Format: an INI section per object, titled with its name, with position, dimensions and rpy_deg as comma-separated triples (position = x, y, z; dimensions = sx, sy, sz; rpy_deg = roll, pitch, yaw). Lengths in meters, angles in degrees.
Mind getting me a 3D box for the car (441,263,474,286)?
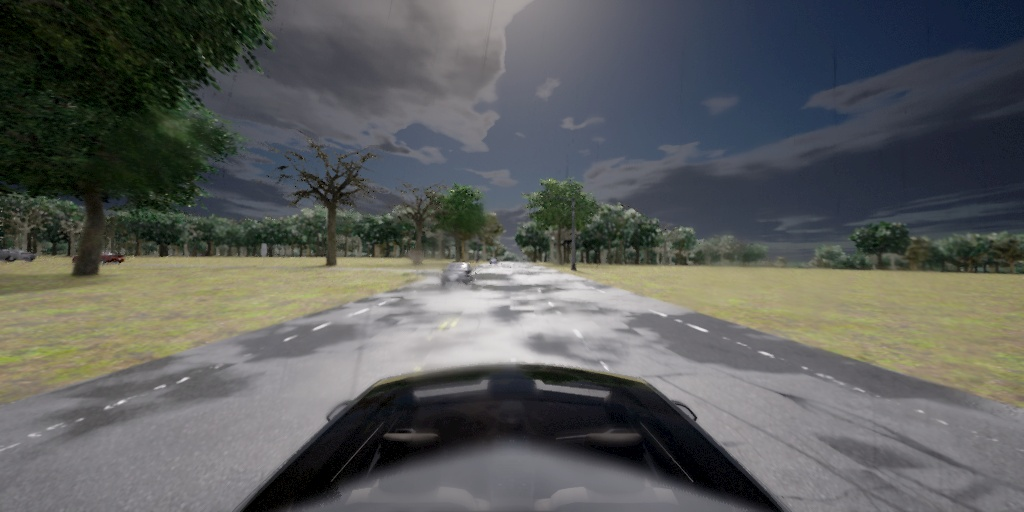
[car]
position = -3.731, 1.230, 25.075
dimensions = 2.128, 1.511, 4.902
rpy_deg = 0, 0, -1
